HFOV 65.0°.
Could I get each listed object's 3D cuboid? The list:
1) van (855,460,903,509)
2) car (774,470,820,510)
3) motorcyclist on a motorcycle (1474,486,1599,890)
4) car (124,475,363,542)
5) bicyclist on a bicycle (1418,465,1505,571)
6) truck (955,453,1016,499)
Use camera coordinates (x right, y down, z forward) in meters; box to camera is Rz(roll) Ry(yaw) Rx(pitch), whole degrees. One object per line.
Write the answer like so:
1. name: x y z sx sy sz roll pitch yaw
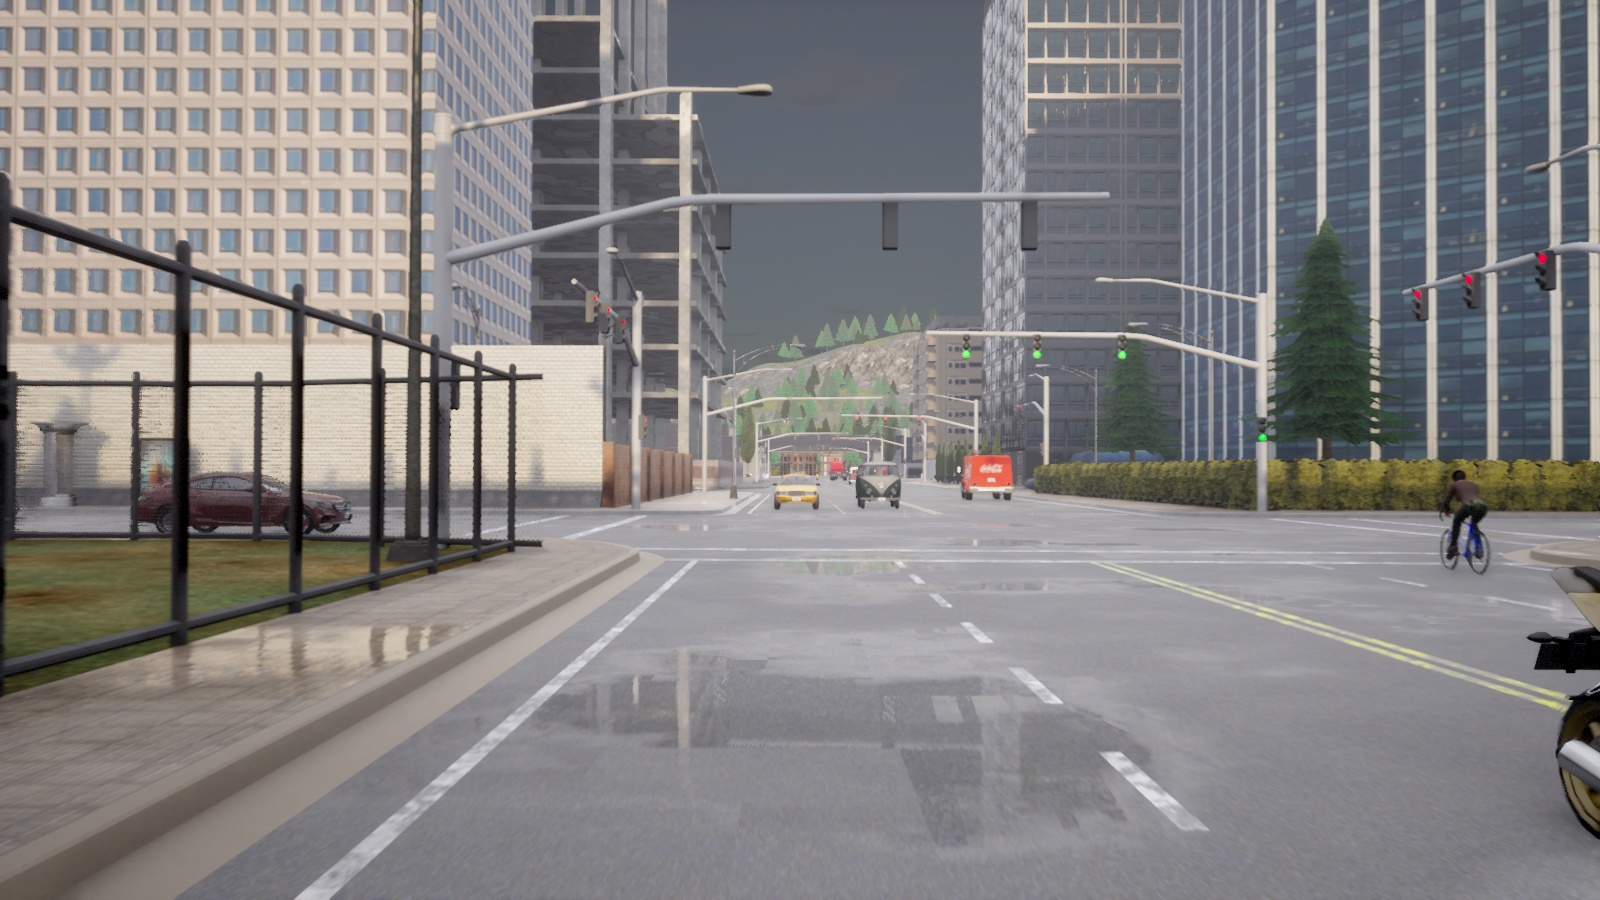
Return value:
1. van: 3.367 1.461 54.188 1.775 1.987 4.442 0 -1 0
2. car: -0.128 1.636 52.691 1.801 1.575 5.366 0 -1 0
3. motorcyclist on a motorcycle: 3.489 0.912 4.573 0.866 1.530 2.191 0 -1 0
4. car: -12.669 1.317 28.769 4.674 1.442 1.812 0 -1 0
5. bicyclist on a bicycle: 10.514 1.061 20.017 0.582 1.620 1.656 0 -1 3
6. truck: 10.327 1.466 70.439 2.627 2.467 5.204 0 -1 0
